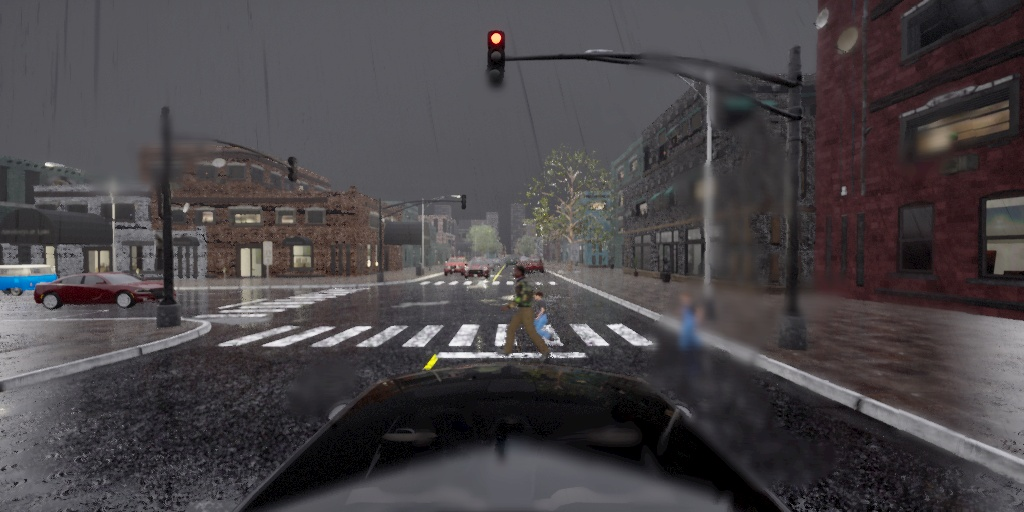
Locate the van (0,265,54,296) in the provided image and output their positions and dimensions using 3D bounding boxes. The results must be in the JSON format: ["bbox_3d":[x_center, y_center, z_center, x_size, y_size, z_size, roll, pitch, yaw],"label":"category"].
[{"bbox_3d":[-30.293,1.453,21.737,3.998,1.789,1.690,0,0,-1],"label":"van"}]

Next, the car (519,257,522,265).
[{"bbox_3d":[2.705,1.274,59.224,2.007,1.370,4.403,0,0,0],"label":"car"}]

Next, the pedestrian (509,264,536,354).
[{"bbox_3d":[0.192,1.042,6.784,0.375,1.860,0.375,-1,1,0],"label":"pedestrian"}]

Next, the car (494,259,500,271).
[{"bbox_3d":[-3.084,1.219,45.730,2.128,1.511,4.902,0,0,0],"label":"car"}]

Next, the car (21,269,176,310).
[{"bbox_3d":[-18.057,1.472,16.071,5.008,1.535,1.882,-1,1,-1],"label":"car"}]

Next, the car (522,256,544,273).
[{"bbox_3d":[2.702,1.047,42.592,2.192,1.841,5.009,0,0,0],"label":"car"}]

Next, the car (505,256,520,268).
[{"bbox_3d":[0.010,0.944,62.650,2.150,2.045,5.566,0,0,0],"label":"car"}]

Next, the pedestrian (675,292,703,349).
[{"bbox_3d":[3.829,1.321,7.676,0.375,1.300,0.375,-1,1,0],"label":"pedestrian"}]

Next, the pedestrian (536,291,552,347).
[{"bbox_3d":[0.701,1.321,8.139,0.375,1.300,0.375,-1,1,0],"label":"pedestrian"}]

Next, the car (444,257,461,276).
[{"bbox_3d":[-5.680,1.049,37.050,2.192,1.841,5.009,0,0,0],"label":"car"}]

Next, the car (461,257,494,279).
[{"bbox_3d":[-3.090,1.089,32.685,2.097,1.767,4.553,0,0,0],"label":"car"}]
